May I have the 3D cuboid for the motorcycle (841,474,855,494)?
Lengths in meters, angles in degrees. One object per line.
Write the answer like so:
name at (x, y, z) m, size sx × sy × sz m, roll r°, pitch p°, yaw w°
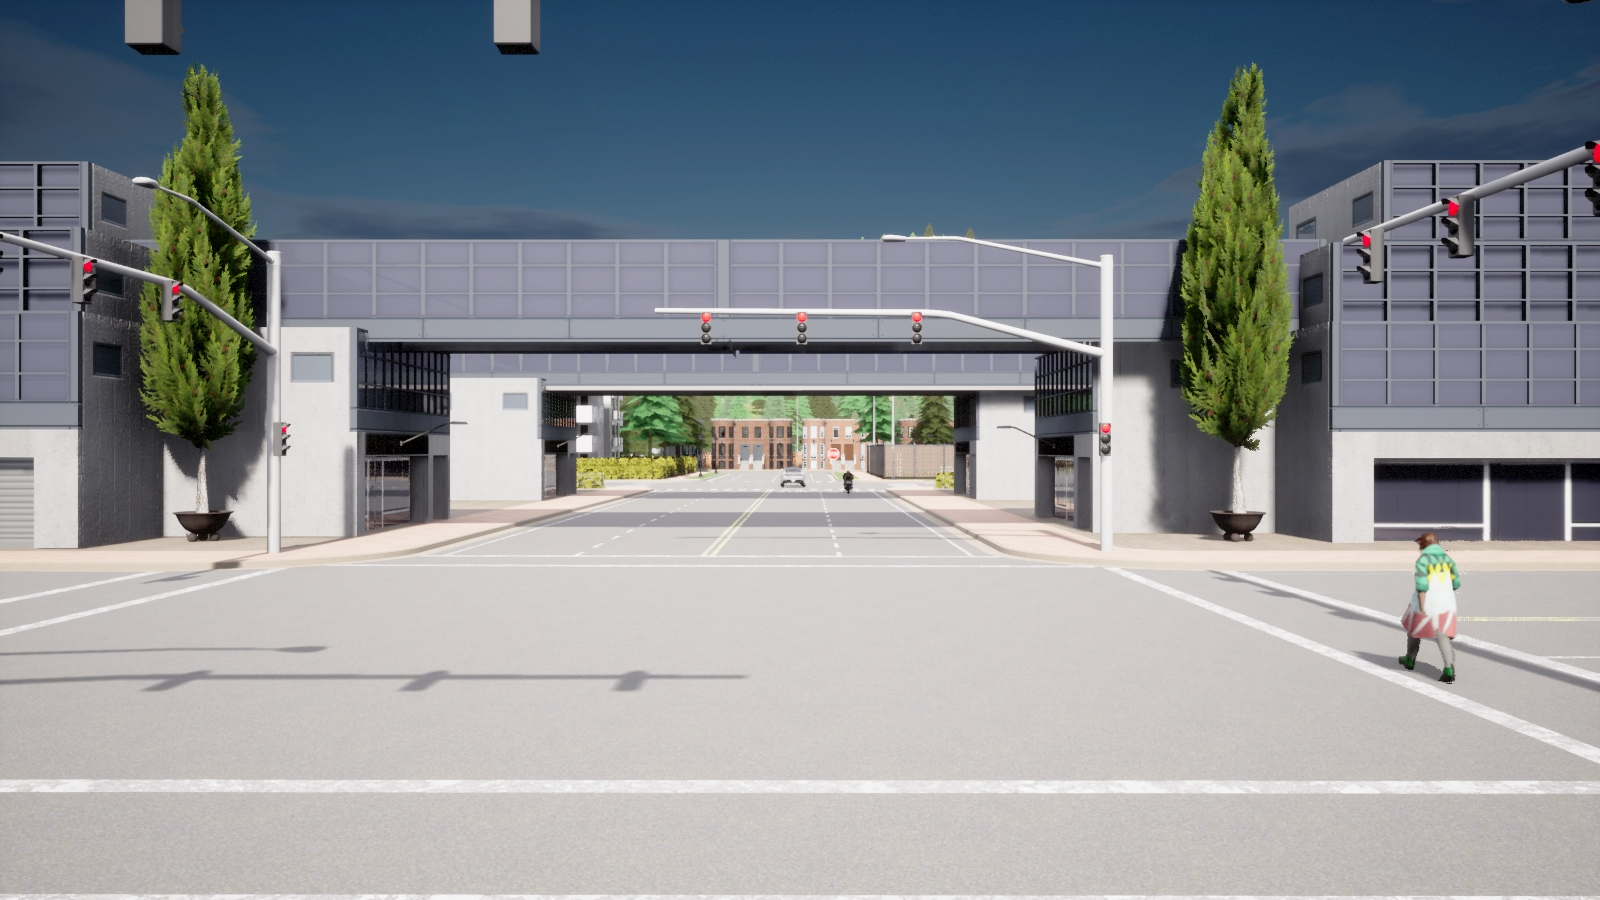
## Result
motorcycle at (3.157, 2.205, 74.710) m, size 0.867 × 1.251 × 2.209 m, roll 0°, pitch 0°, yaw 2°

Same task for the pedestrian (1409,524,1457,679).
pedestrian at (7.786, 1.848, 14.060) m, size 0.375 × 1.860 × 0.375 m, roll 0°, pitch 0°, yaw -2°
